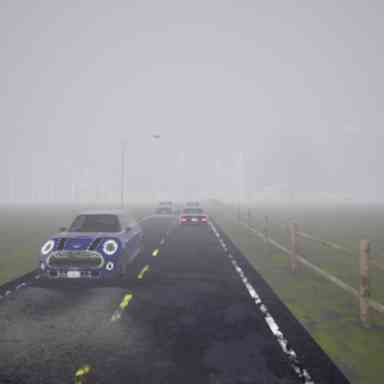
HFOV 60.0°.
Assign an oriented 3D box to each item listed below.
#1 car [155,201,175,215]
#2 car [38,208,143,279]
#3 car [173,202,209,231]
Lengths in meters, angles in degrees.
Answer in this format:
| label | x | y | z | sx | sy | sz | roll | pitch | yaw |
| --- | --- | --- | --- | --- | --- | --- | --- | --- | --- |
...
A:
| label | x | y | z | sx | sy | sz | roll | pitch | yaw |
| --- | --- | --- | --- | --- | --- | --- | --- | --- | --- |
| car | -2.846 | 1.675 | 36.434 | 2.033 | 1.411 | 5.357 | 0 | 0 | 0 |
| car | -2.821 | 1.384 | 10.224 | 2.097 | 1.767 | 4.553 | 0 | 0 | 0 |
| car | 0.100 | 1.615 | 21.225 | 2.033 | 1.411 | 5.357 | 0 | 0 | 0 |
